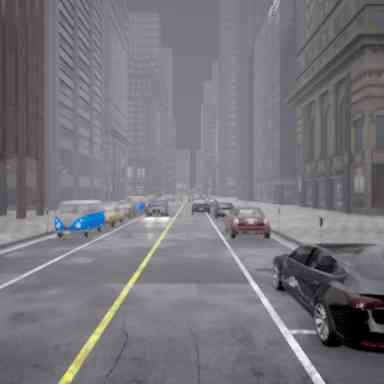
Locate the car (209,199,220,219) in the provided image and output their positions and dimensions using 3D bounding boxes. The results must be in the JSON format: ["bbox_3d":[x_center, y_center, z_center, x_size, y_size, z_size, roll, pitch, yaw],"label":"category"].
[{"bbox_3d":[2.756,1.553,28.688,1.947,1.339,4.313,0,0,0],"label":"car"}]

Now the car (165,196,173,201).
[{"bbox_3d":[-5.776,1.577,85.046,1.802,1.307,4.206,0,0,0],"label":"car"}]

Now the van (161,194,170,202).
[{"bbox_3d":[-5.775,1.329,73.773,1.690,1.788,3.998,0,0,0],"label":"van"}]

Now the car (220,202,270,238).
[{"bbox_3d":[2.757,1.431,17.415,1.967,1.590,4.097,0,0,0],"label":"car"}]

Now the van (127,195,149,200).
[{"bbox_3d":[-5.770,1.327,34.316,1.690,1.788,3.998,0,0,0],"label":"van"}]

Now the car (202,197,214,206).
[{"bbox_3d":[2.753,1.567,56.870,1.802,1.307,4.206,0,0,0],"label":"car"}]

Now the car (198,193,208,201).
[{"bbox_3d":[2.748,1.311,85.050,2.192,1.841,5.009,0,0,0],"label":"car"}]

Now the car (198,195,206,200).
[{"bbox_3d":[2.748,1.566,90.686,1.947,1.339,4.313,0,0,0],"label":"car"}]

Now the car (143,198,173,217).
[{"bbox_3d":[-3.100,1.550,30.967,1.994,1.385,4.181,0,0,0],"label":"car"}]

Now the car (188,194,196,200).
[{"bbox_3d":[-0.011,1.400,87.777,1.837,1.490,4.892,0,0,0],"label":"car"}]

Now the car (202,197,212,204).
[{"bbox_3d":[2.752,1.567,62.506,1.802,1.307,4.206,0,0,0],"label":"car"}]

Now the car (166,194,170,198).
[{"bbox_3d":[-5.773,1.535,62.499,2.008,1.369,4.403,0,0,0],"label":"car"}]

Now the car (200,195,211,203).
[{"bbox_3d":[2.751,1.427,68.142,1.967,1.590,4.097,0,0,0],"label":"car"}]

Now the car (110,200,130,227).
[{"bbox_3d":[-5.768,1.514,22.874,1.752,1.417,4.829,0,0,0],"label":"car"}]

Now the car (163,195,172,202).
[{"bbox_3d":[-5.775,1.516,79.240,1.752,1.417,4.829,0,0,0],"label":"car"}]

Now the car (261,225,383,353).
[{"bbox_3d":[2.759,1.563,6.143,1.947,1.339,4.313,0,0,0],"label":"car"}]

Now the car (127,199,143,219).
[{"bbox_3d":[-5.769,1.538,28.680,2.008,1.369,4.403,0,0,0],"label":"car"}]

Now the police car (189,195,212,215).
[{"bbox_3d":[0.896,1.412,34.405,1.930,1.638,5.238,0,0,0],"label":"police car"}]

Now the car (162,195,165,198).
[{"bbox_3d":[-5.771,1.550,51.227,1.947,1.339,4.313,0,0,0],"label":"car"}]

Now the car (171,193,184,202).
[{"bbox_3d":[-3.008,1.142,71.323,2.150,2.045,5.566,0,0,0],"label":"car"}]

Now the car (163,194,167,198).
[{"bbox_3d":[-5.772,1.550,56.863,1.947,1.339,4.313,0,0,0],"label":"car"}]

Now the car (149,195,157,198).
[{"bbox_3d":[-5.771,1.426,39.953,1.967,1.590,4.097,0,0,0],"label":"car"}]

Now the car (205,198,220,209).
[{"bbox_3d":[2.754,1.567,45.597,1.802,1.307,4.206,0,0,0],"label":"car"}]

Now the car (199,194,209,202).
[{"bbox_3d":[2.749,1.307,79.414,2.192,1.841,5.009,0,0,0],"label":"car"}]

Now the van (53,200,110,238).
[{"bbox_3d":[-5.768,1.332,17.407,1.690,1.788,3.998,0,0,0],"label":"van"}]

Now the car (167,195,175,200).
[{"bbox_3d":[-5.777,1.566,90.683,1.947,1.339,4.313,0,0,0],"label":"car"}]
